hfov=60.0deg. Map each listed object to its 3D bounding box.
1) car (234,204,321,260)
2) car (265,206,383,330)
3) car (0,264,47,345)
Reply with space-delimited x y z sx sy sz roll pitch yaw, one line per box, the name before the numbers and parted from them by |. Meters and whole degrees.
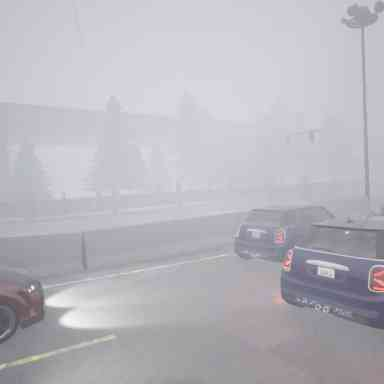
car | 3.532 1.156 10.653 4.553 1.767 2.097 -3 2 -36
car | 3.847 1.232 6.553 4.553 1.767 2.097 -2 1 -36
car | -4.439 1.564 4.882 4.181 1.385 1.994 0 0 -35
